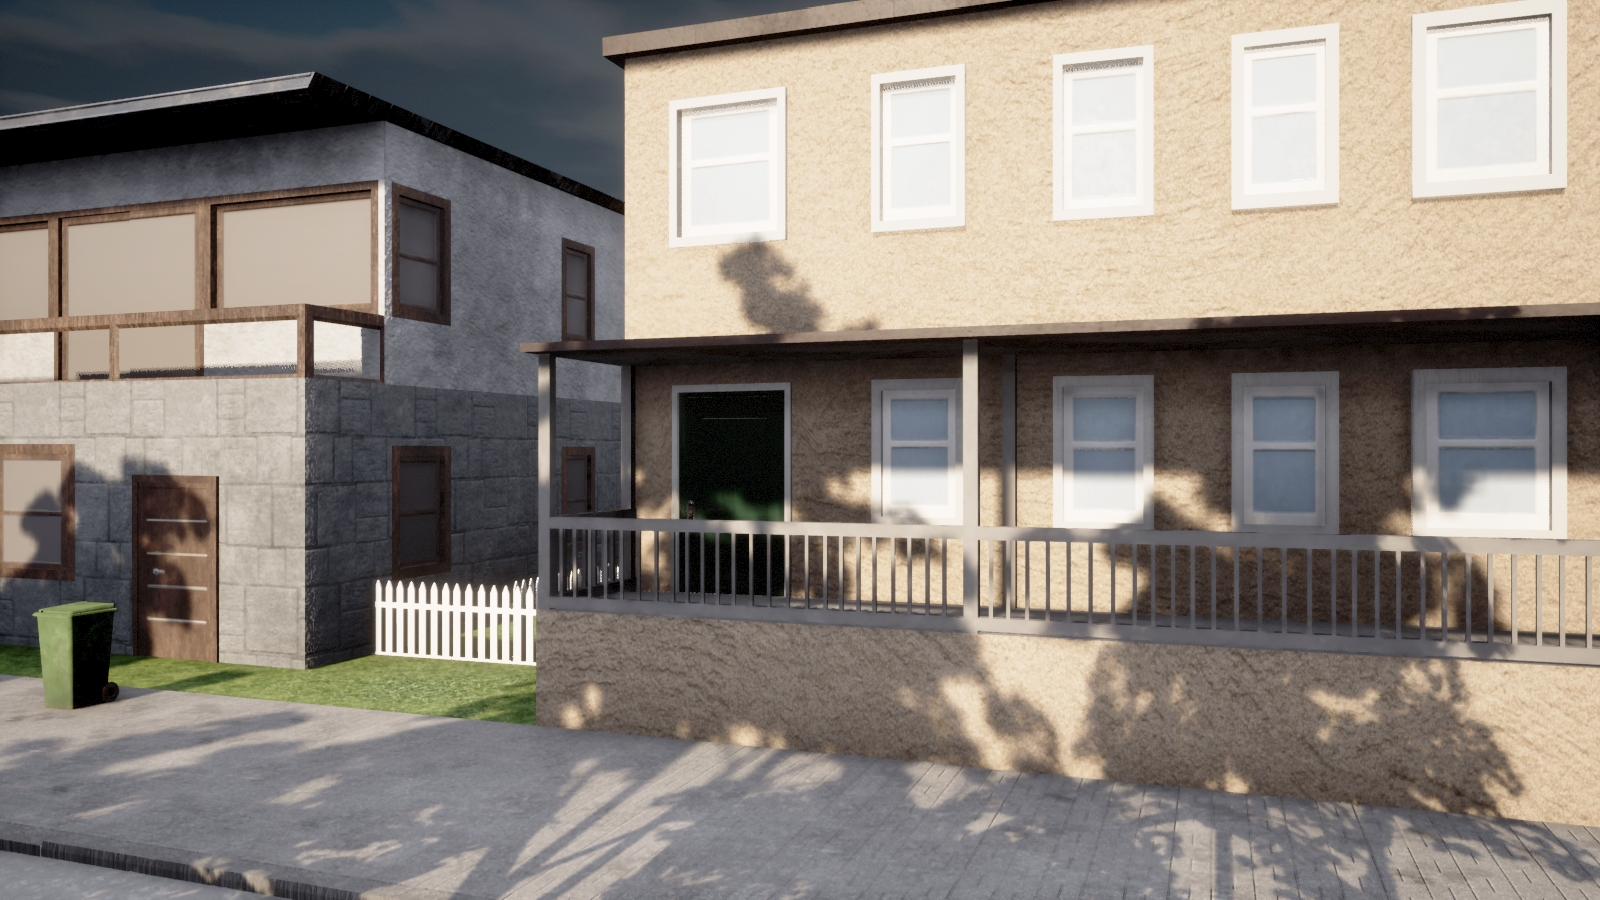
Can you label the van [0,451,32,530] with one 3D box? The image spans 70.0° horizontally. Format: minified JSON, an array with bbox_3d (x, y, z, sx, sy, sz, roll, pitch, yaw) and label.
[{"bbox_3d":[-27.753,1.329,35.973,1.988,2.561,5.915,0,0,20],"label":"van"}]
